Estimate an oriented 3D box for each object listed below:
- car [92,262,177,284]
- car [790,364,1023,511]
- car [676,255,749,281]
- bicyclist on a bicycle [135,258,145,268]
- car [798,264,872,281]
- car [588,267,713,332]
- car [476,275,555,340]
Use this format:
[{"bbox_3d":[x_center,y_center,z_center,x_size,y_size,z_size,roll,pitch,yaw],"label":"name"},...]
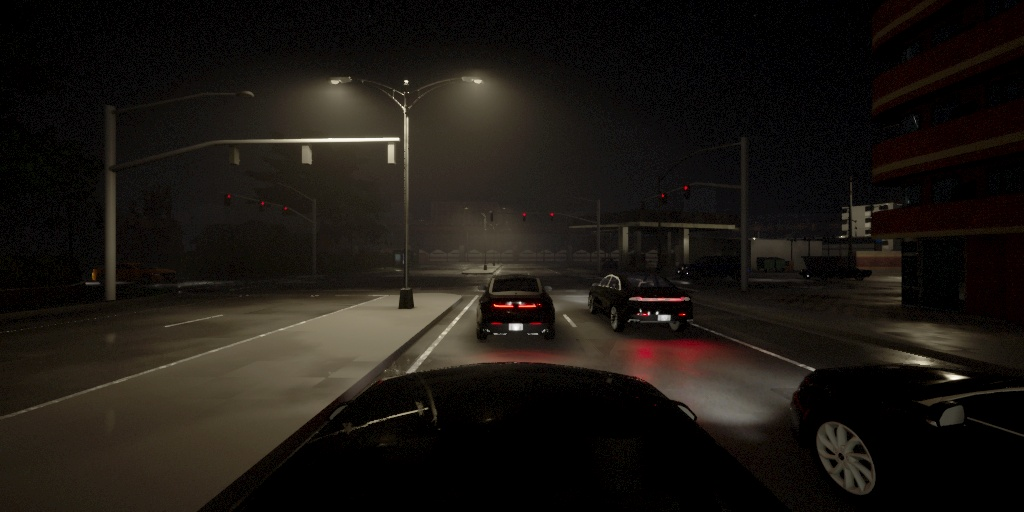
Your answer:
[{"bbox_3d":[-27.591,1.228,26.321,5.008,1.535,1.882,0,0,0],"label":"car"},{"bbox_3d":[3.600,1.255,1.457,1.837,1.490,4.892,0,0,0],"label":"car"},{"bbox_3d":[16.633,0.972,29.861,5.566,2.045,2.150,0,0,-1],"label":"car"},{"bbox_3d":[-38.228,1.053,36.739,0.582,1.620,1.656,0,0,0],"label":"bicyclist on a bicycle"},{"bbox_3d":[26.941,1.351,30.009,4.718,1.301,1.895,0,0,-1],"label":"car"},{"bbox_3d":[3.602,1.241,10.865,2.128,1.511,4.902,0,0,0],"label":"car"},{"bbox_3d":[0.096,1.255,10.010,1.837,1.490,4.892,0,0,0],"label":"car"}]
